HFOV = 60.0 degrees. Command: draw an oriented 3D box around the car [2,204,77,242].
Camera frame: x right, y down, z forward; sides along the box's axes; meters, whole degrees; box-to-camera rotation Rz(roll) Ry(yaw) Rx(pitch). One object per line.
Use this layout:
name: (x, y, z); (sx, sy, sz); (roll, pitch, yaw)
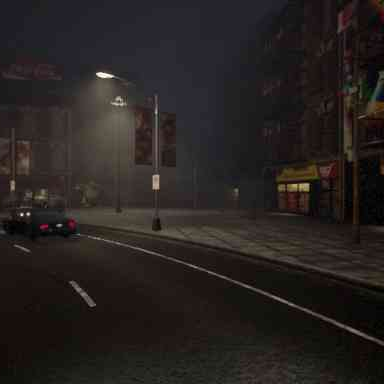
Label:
car: (-7.708, 1.547, 16.600); (5.357, 1.411, 2.033); (0, 0, 45)
